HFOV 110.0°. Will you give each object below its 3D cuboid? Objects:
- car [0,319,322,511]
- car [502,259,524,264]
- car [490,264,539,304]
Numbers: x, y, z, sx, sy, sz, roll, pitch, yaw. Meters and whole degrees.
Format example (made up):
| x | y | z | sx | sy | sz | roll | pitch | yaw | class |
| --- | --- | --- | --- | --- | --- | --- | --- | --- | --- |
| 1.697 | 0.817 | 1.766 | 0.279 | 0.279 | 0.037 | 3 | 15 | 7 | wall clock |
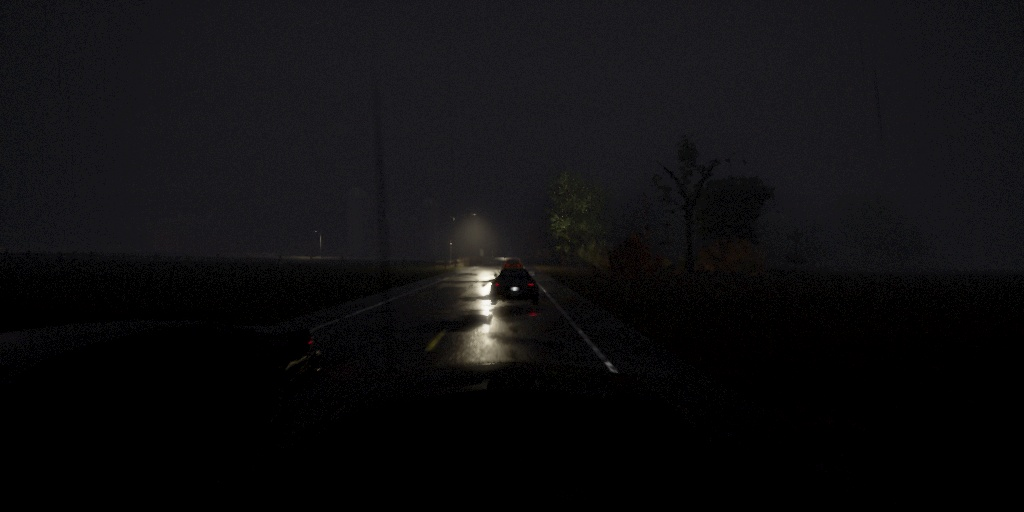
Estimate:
| x | y | z | sx | sy | sz | roll | pitch | yaw | class |
| --- | --- | --- | --- | --- | --- | --- | --- | --- | --- |
| -3.598 | 1.290 | 2.685 | 2.033 | 1.411 | 5.357 | 0 | 0 | 0 | car |
| 0.101 | 0.989 | 34.693 | 1.882 | 1.535 | 5.008 | 0 | 0 | 0 | car |
| 0.102 | 1.213 | 15.709 | 1.994 | 1.385 | 4.181 | 0 | 0 | 0 | car |
